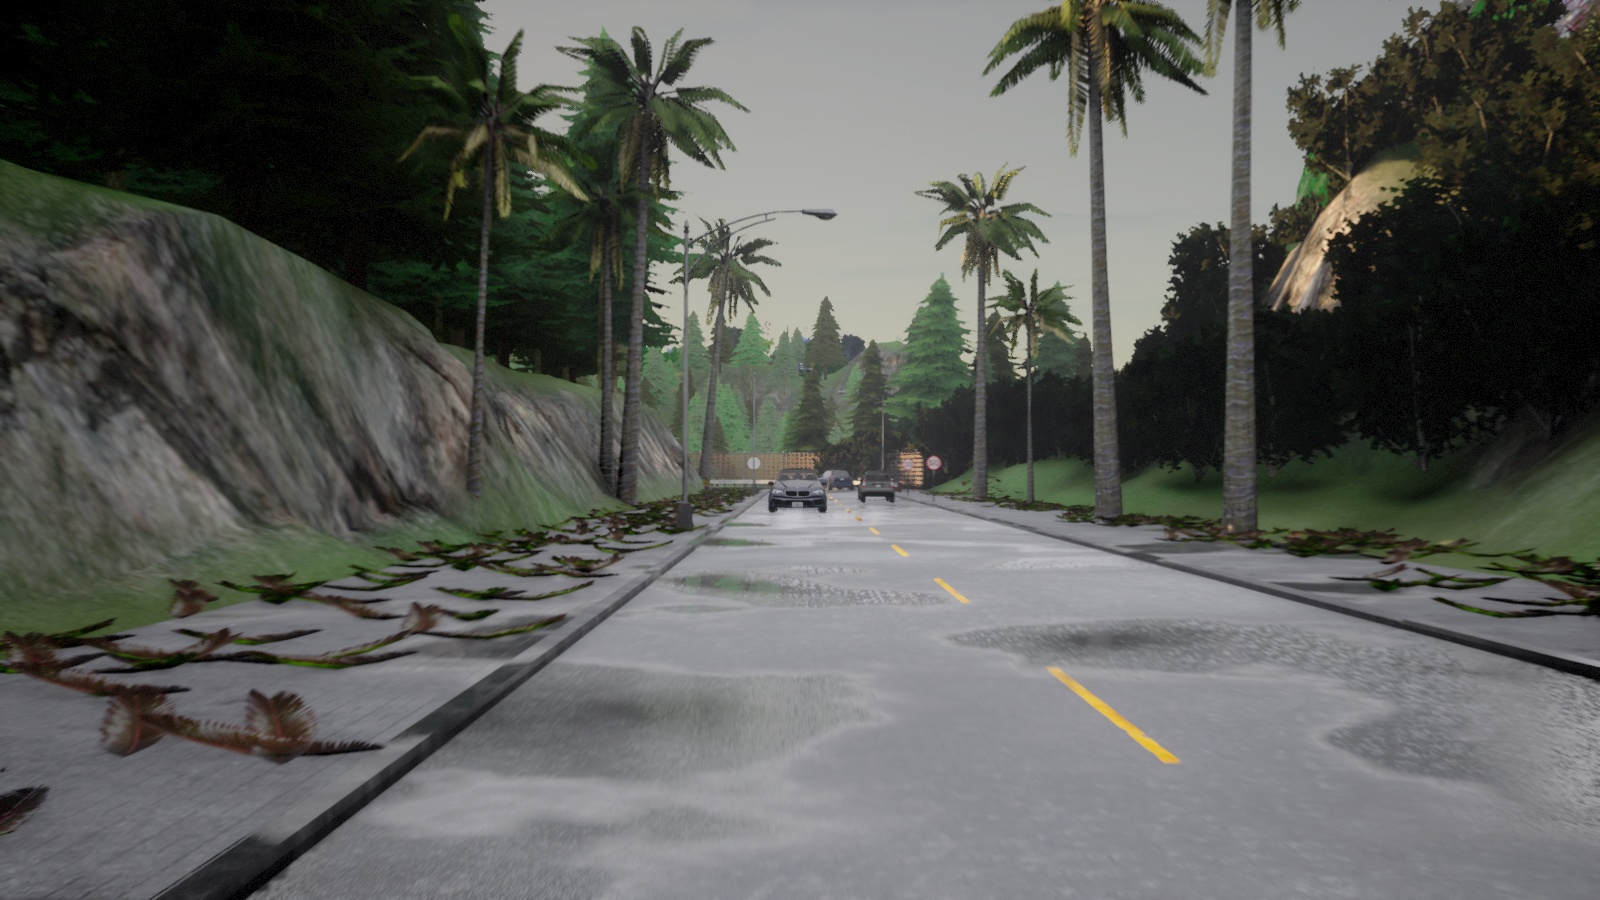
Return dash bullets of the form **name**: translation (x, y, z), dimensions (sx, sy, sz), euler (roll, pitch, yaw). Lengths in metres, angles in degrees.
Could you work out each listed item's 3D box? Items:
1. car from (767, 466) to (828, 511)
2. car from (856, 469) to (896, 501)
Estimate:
- **car**: translation (-0.080, 1.470, 48.544), dimensions (2.242, 1.667, 4.611), euler (0, -1, 0)
- **car**: translation (3.903, 1.780, 64.939), dimensions (1.851, 1.617, 3.988), euler (0, -1, 0)
